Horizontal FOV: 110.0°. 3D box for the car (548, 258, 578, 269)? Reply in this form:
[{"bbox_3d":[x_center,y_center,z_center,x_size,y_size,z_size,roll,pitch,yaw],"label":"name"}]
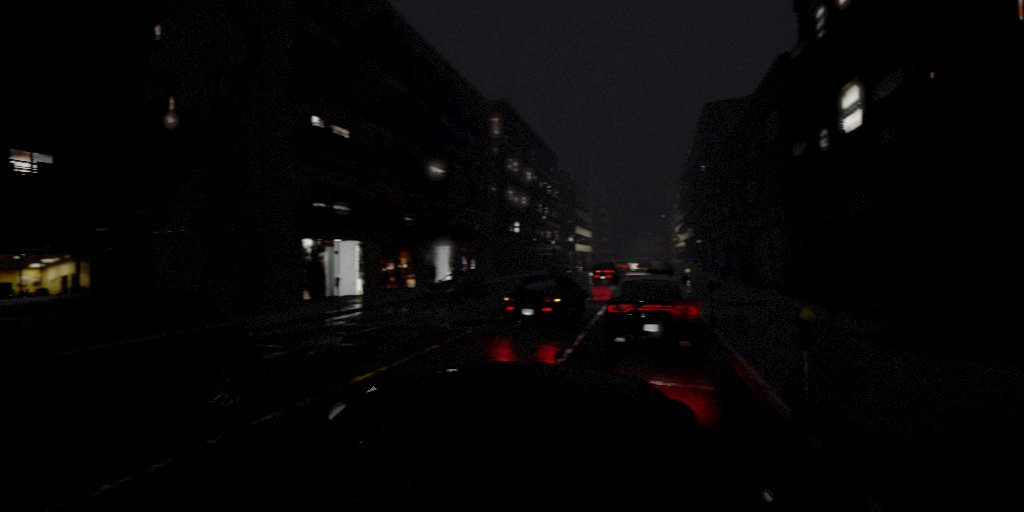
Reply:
[{"bbox_3d":[5.354,1.175,38.864,2.192,1.841,5.009,0,0,21],"label":"car"}]

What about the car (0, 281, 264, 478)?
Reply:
[{"bbox_3d":[-5.258,1.222,3.553,2.097,1.767,4.553,-1,0,21],"label":"car"}]

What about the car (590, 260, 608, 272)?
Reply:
[{"bbox_3d":[11.722,1.309,48.147,1.812,1.442,4.674,-1,-1,21],"label":"car"}]

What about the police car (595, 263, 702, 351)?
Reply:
[{"bbox_3d":[3.539,1.146,9.185,1.930,1.638,5.238,-1,0,21],"label":"police car"}]

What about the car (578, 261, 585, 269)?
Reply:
[{"bbox_3d":[7.348,1.290,44.135,1.967,1.591,4.097,0,0,21],"label":"car"}]

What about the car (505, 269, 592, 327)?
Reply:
[{"bbox_3d":[1.226,1.310,11.638,1.812,1.442,4.674,-1,0,21],"label":"car"}]

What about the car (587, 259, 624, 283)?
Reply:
[{"bbox_3d":[7.296,1.259,27.676,1.837,1.490,4.892,-1,0,21],"label":"car"}]

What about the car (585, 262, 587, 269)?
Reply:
[{"bbox_3d":[9.343,1.385,49.407,1.888,1.381,4.507,0,0,21],"label":"car"}]

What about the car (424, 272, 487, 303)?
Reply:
[{"bbox_3d":[-2.626,1.483,17.778,1.802,1.307,4.207,0,0,21],"label":"car"}]

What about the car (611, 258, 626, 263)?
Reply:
[{"bbox_3d":[13.595,1.179,44.612,1.801,1.575,5.366,-1,0,21],"label":"car"}]

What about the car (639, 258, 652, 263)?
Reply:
[{"bbox_3d":[13.248,1.206,36.054,1.751,1.417,4.829,0,0,21],"label":"car"}]
